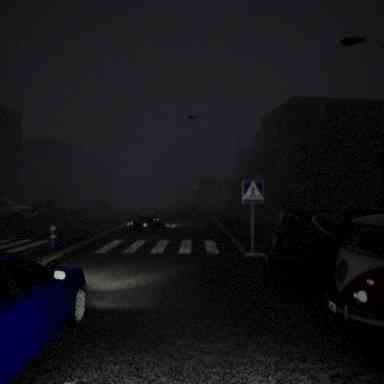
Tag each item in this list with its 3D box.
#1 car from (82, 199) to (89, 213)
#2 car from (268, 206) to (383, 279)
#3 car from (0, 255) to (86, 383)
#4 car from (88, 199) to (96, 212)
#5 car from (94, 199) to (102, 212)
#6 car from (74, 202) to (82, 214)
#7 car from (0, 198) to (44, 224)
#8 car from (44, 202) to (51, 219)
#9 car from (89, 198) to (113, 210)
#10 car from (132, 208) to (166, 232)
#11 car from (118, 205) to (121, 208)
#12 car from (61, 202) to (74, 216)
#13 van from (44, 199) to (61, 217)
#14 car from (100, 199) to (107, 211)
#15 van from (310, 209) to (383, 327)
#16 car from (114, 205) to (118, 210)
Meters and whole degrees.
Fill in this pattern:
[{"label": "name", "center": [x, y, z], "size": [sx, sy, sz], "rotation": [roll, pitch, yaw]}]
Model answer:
[{"label": "car", "center": [-15.896, 2.012, 41.380], "size": [4.892, 1.521, 2.231], "rotation": [0, -1, 0]}, {"label": "car", "center": [4.767, 1.388, 8.448], "size": [5.566, 2.045, 2.435], "rotation": [0, -1, 0]}, {"label": "car", "center": [-2.882, 1.532, 4.229], "size": [1.882, 1.535, 5.008], "rotation": [0, -1, 0]}, {"label": "car", "center": [-15.899, 2.068, 44.136], "size": [4.892, 1.521, 2.231], "rotation": [0, -1, 0]}, {"label": "car", "center": [-15.892, 2.126, 46.892], "size": [5.008, 1.535, 2.097], "rotation": [0, -1, 0]}, {"label": "car", "center": [-15.855, 1.988, 38.624], "size": [4.792, 1.488, 2.163], "rotation": [0, -1, 0]}, {"label": "car", "center": [-15.840, 1.535, 27.603], "size": [5.566, 2.045, 2.435], "rotation": [0, -1, 0]}, {"label": "car", "center": [-15.877, 1.864, 30.358], "size": [4.674, 1.452, 2.002], "rotation": [0, -1, 0]}, {"label": "car", "center": [-15.933, 2.004, 52.408], "size": [5.566, 2.045, 2.435], "rotation": [0, -1, 0]}, {"label": "car", "center": [-2.810, 1.813, 22.345], "size": [1.812, 1.442, 4.674], "rotation": [0, -1, 0]}, {"label": "car", "center": [-15.731, 2.474, 60.668], "size": [5.366, 1.575, 1.946], "rotation": [0, -2, 0]}, {"label": "car", "center": [-15.887, 1.910, 35.870], "size": [5.008, 1.535, 2.097], "rotation": [0, -1, 0]}, {"label": "van", "center": [-15.992, 1.641, 33.239], "size": [4.442, 1.987, 1.878], "rotation": [0, -1, 0]}, {"label": "car", "center": [-15.905, 2.189, 49.647], "size": [5.008, 1.535, 2.097], "rotation": [0, -1, 0]}, {"label": "van", "center": [4.611, 1.377, 5.672], "size": [4.442, 1.987, 1.878], "rotation": [0, -1, 0]}, {"label": "car", "center": [-15.916, 2.440, 57.910], "size": [4.674, 1.452, 2.002], "rotation": [0, -1, 0]}]
